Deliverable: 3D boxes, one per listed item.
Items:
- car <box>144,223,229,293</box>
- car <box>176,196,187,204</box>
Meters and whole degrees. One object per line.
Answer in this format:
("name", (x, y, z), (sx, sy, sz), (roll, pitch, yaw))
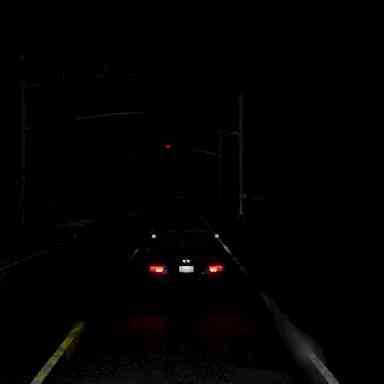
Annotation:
("car", (-0.175, 1.547, 8.984), (2.033, 1.411, 5.357), (0, 0, -1))
("car", (-1.980, 1.525, 63.454), (1.812, 1.442, 4.674), (0, 0, -2))
